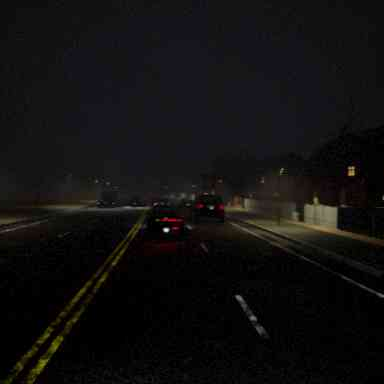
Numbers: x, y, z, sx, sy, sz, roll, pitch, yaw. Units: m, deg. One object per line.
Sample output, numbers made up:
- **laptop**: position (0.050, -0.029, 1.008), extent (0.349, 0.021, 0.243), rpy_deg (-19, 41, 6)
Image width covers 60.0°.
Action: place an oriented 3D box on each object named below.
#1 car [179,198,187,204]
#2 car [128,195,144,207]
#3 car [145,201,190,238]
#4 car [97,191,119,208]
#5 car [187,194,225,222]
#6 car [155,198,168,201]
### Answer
- **car**: position (-0.670, 1.450, 42.523), extent (1.994, 1.385, 4.181), rpy_deg (1, 0, -6)
- **car**: position (-7.743, 1.246, 45.921), extent (1.837, 1.490, 4.892), rpy_deg (1, 0, -6)
- **car**: position (-1.362, 1.435, 17.338), extent (1.837, 1.490, 4.892), rpy_deg (1, 0, -5)
- **car**: position (-10.625, 0.910, 42.549), extent (2.150, 2.045, 5.566), rpy_deg (1, 1, -6)
- **car**: position (1.110, 1.184, 25.878), extent (2.150, 2.045, 5.566), rpy_deg (1, 0, -5)
- **car**: position (-3.644, 1.380, 40.340), extent (2.033, 1.411, 5.357), rpy_deg (1, 0, -7)
